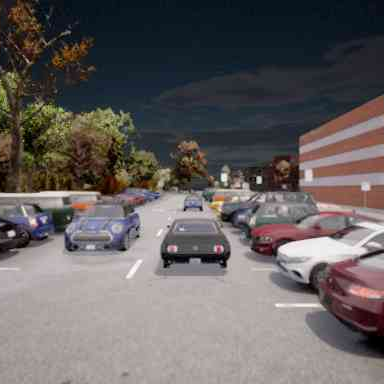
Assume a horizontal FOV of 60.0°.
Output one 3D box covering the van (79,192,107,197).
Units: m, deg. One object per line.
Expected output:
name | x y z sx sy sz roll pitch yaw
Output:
van | -8.259 0.961 22.082 4.442 1.987 1.878 0 1 0

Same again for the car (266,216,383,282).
car | 4.422 1.457 8.015 4.674 1.452 2.002 0 1 0

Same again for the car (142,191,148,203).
car | -8.130 0.910 39.023 5.008 1.535 2.097 0 1 0

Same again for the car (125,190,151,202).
car | -8.129 0.864 41.846 5.008 1.535 2.097 0 1 0

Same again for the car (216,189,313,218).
car | 4.396 0.981 19.312 5.566 2.045 2.435 0 1 0

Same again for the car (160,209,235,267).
car | 0.097 1.490 10.961 1.895 1.301 4.718 0 1 0

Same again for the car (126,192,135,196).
car | -8.134 1.051 30.428 5.008 1.535 2.097 0 1 0

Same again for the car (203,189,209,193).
car | 4.444 0.721 50.394 5.008 1.535 2.097 0 1 0

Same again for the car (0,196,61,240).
car | -8.118 1.202 13.487 4.553 1.767 2.185 0 1 0

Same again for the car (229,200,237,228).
car | 4.420 1.319 16.491 4.674 1.452 2.002 0 1 0

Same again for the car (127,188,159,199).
car | -8.105 0.424 53.011 5.566 2.045 2.435 0 1 0

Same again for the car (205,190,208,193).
car | 4.439 0.857 44.745 4.674 1.452 2.002 0 1 0

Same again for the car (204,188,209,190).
car | 4.470 0.371 56.041 5.566 2.045 2.435 0 1 0

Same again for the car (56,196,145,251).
car | -3.345 1.204 13.244 2.097 1.767 4.553 0 1 0

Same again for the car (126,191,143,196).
car | -8.165 0.986 36.199 4.792 1.488 2.163 0 1 0

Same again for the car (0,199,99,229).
car | -8.151 1.234 19.260 4.892 1.521 2.231 0 1 0

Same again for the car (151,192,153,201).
car | -8.129 0.819 44.670 4.892 1.521 2.231 0 1 0

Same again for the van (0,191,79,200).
van | -8.265 1.054 16.432 4.442 1.987 1.878 0 1 0

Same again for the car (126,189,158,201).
car | -8.141 0.724 50.316 4.892 1.521 2.231 0 1 0

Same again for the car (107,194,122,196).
car | -8.147 1.143 24.782 5.008 1.535 2.097 0 1 0

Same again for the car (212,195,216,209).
car | 4.240 1.183 22.141 5.366 1.575 1.946 0 1 0

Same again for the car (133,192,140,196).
car | -8.142 1.004 33.251 5.008 1.535 2.097 0 1 0

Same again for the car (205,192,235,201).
car | 4.443 0.712 53.222 4.674 1.452 2.002 0 1 0

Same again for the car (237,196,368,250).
car | 4.390 1.199 13.663 4.553 1.767 2.185 0 1 0

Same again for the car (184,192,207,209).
car | 0.116 1.064 33.737 2.033 1.411 5.357 0 1 0

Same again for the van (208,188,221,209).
van | 4.315 0.730 36.264 4.442 1.987 1.878 0 1 0

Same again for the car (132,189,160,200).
car | -8.068 0.440 58.792 4.553 1.767 2.185 0 0 0

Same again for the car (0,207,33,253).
car | -8.183 1.401 10.792 4.792 1.488 2.163 0 1 0

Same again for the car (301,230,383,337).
car | 4.415 1.499 5.181 4.674 1.452 2.002 0 1 0

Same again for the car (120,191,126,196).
car | -8.171 0.971 27.603 4.553 1.767 2.185 0 1 0

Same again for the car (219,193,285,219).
car | 4.396 1.014 24.965 4.553 1.767 2.185 0 1 0

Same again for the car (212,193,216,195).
car | 4.614 1.091 27.792 5.366 1.575 1.946 0 1 0
